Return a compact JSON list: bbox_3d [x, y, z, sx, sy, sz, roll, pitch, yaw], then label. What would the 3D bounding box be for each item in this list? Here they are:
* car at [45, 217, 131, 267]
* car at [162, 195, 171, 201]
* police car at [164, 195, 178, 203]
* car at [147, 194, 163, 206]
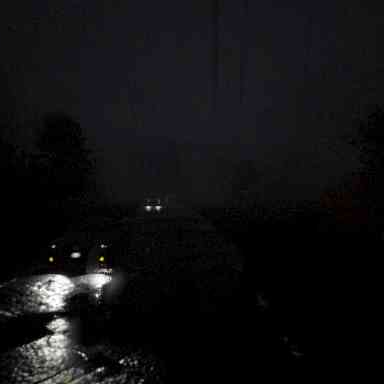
[{"bbox_3d":[-3.289,1.572,11.299,1.994,1.385,4.181,0,0,-1],"label":"car"},{"bbox_3d":[-6.514,1.576,84.210,1.837,1.490,4.892,0,0,-10],"label":"car"},{"bbox_3d":[-4.014,1.477,68.440,1.930,1.638,5.238,0,0,-8],"label":"police car"},{"bbox_3d":[-6.271,1.392,54.687,2.097,1.767,4.553,0,0,-6],"label":"car"}]
